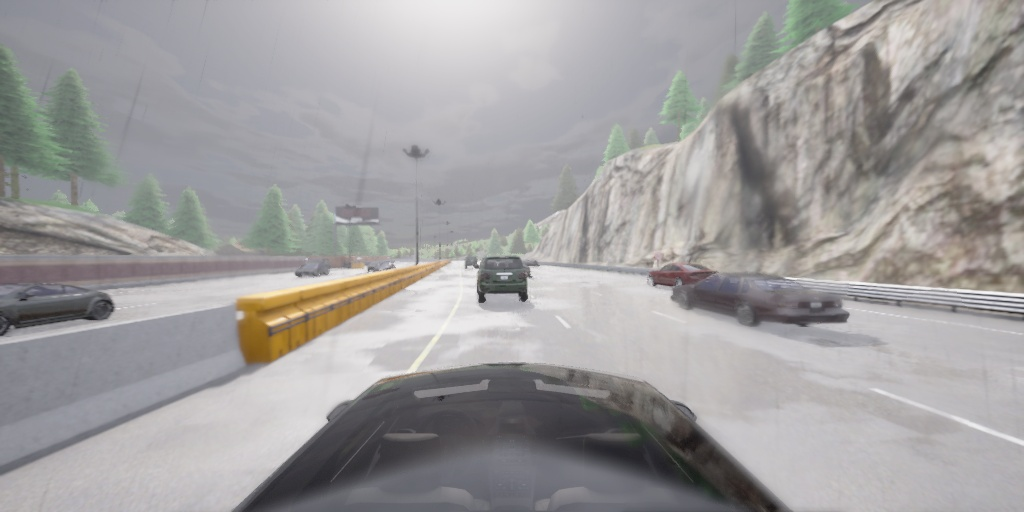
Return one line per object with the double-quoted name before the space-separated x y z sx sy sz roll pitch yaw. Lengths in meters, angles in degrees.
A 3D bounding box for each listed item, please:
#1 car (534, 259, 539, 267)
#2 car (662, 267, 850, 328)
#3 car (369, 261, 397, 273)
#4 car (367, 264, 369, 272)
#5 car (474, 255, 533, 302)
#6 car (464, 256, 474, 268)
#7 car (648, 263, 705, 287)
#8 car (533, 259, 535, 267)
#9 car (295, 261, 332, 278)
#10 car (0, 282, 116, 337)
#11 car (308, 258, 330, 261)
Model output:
"car" 3.433 1.250 63.330 1.837 1.490 4.892 -1 0 -8
"car" 7.073 1.222 11.087 2.033 1.411 5.357 -1 0 -5
"car" -15.081 1.436 42.972 2.128 1.511 4.902 -1 0 -8
"car" -19.996 1.516 53.001 1.837 1.490 4.892 -1 0 -7
"car" -0.603 0.987 17.396 2.150 2.045 5.566 0 0 -6
"car" -7.160 1.087 63.306 2.150 2.045 5.566 -1 0 -8
"car" 9.566 1.129 20.369 1.882 1.535 5.008 0 0 -7
"car" 0.595 1.287 33.872 1.812 1.442 4.674 -1 0 -8
"car" -21.579 1.564 39.048 2.033 1.411 5.357 -1 0 -8
"car" -14.416 1.483 10.415 1.994 1.385 4.181 -1 0 -4
"car" -26.499 1.299 48.773 2.150 2.045 5.566 -1 0 -7
